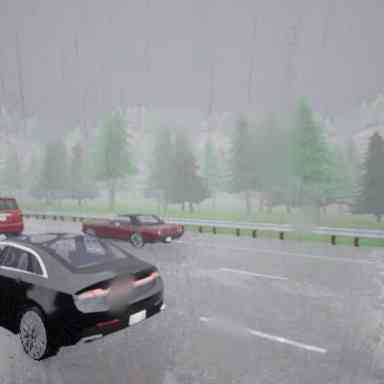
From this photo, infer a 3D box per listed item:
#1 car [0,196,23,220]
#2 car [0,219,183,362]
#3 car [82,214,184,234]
[{"bbox_3d":[-10.042,1.206,15.468,5.566,2.045,2.150,0,0,36],"label":"car"},{"bbox_3d":[-2.711,1.487,5.928,4.902,1.511,2.128,0,0,35],"label":"car"},{"bbox_3d":[-2.734,1.592,14.540,4.718,1.301,1.895,0,0,36],"label":"car"}]
